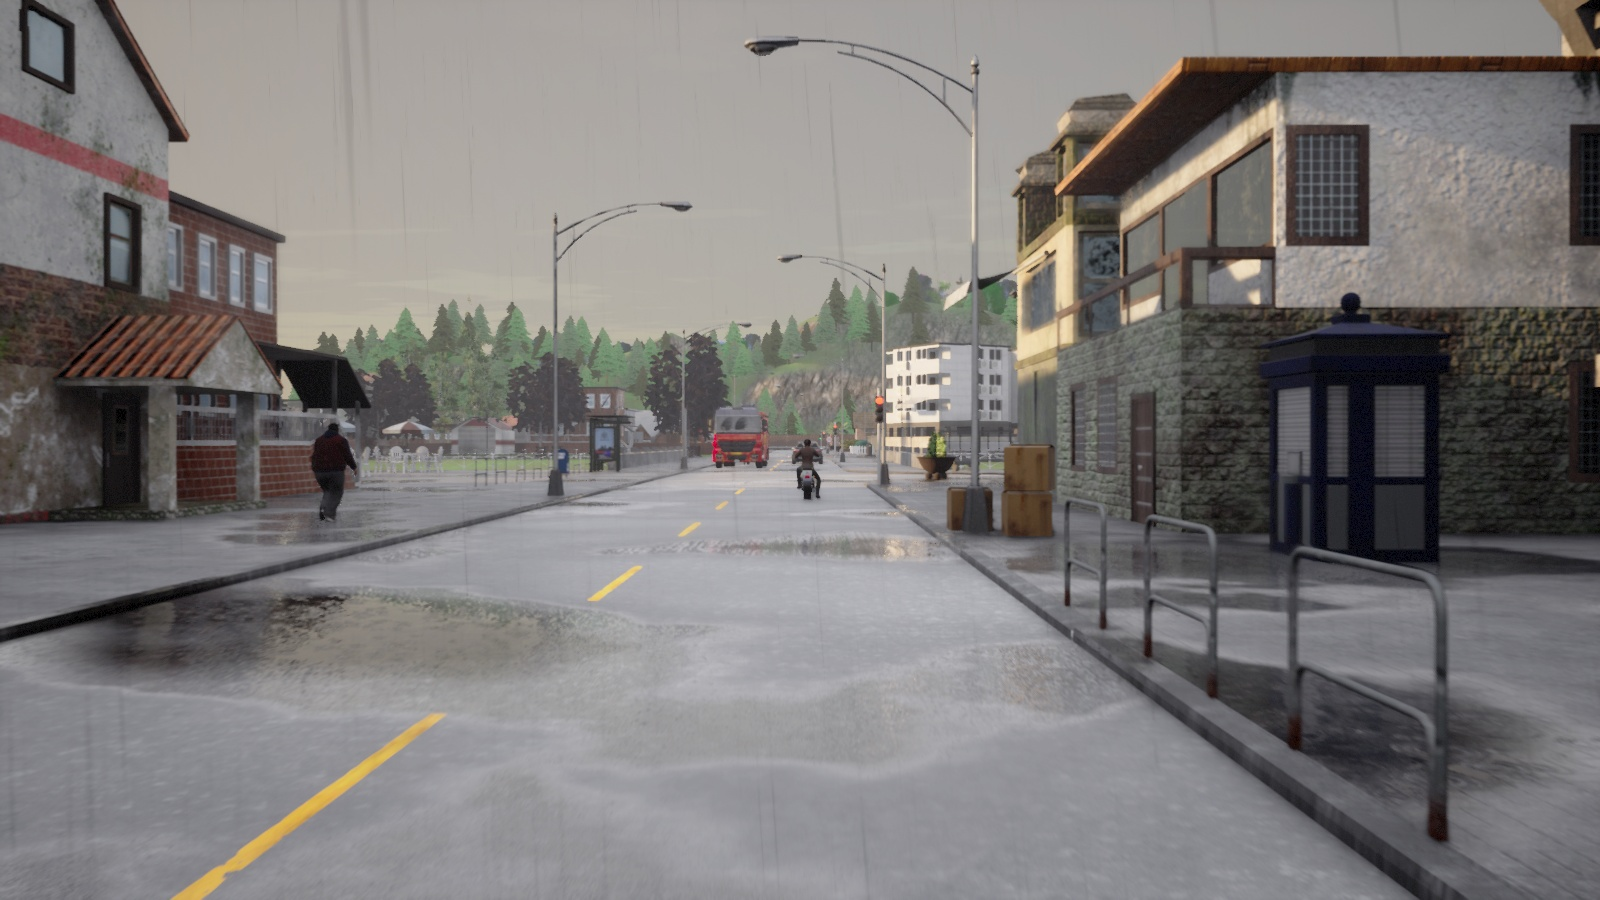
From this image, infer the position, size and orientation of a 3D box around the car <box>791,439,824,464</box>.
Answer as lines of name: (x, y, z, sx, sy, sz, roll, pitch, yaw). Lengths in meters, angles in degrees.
car: (0.521, 0.090, 88.973, 2.242, 1.667, 4.611, 0, 0, 0)

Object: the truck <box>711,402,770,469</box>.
truck: (-3.514, -0.850, 76.173, 2.891, 3.827, 8.468, 0, 0, 2)

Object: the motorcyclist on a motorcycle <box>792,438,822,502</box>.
motorcyclist on a motorcycle: (0.202, 0.507, 33.709, 0.766, 1.649, 2.350, 0, 0, 1)

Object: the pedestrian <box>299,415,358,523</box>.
pedestrian: (-8.237, 0.323, 21.974, 0.634, 1.844, 0.899, 0, 0, 5)
